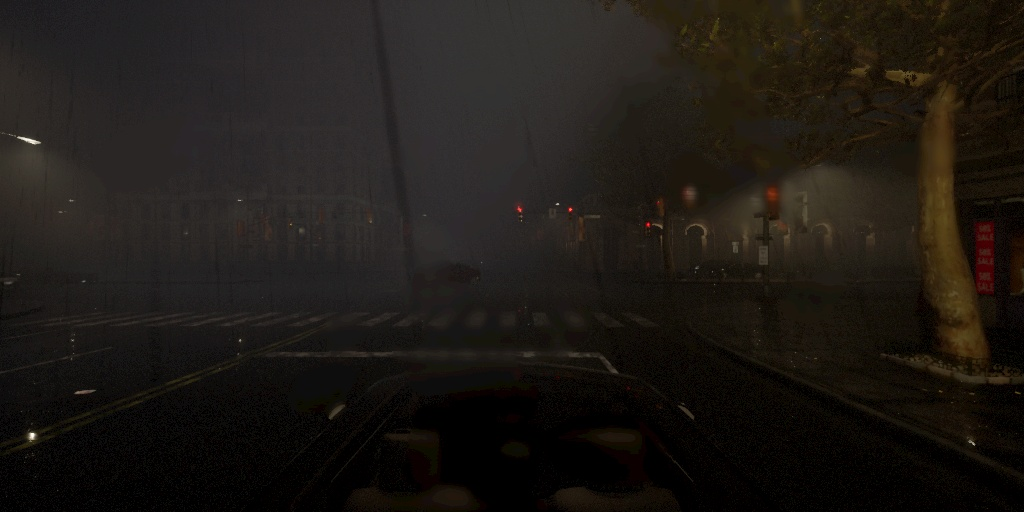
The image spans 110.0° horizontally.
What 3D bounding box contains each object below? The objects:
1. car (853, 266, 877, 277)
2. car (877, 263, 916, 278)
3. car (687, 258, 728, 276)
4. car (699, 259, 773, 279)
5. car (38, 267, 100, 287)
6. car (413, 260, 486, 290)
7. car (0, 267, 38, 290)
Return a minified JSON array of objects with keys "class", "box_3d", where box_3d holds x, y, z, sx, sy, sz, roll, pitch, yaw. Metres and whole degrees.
[{"class":"car","box_3d":[36.042,1.351,34.613,4.718,1.301,1.895,0,0,1]},{"class":"car","box_3d":[35.283,1.351,31.121,4.718,1.301,1.895,0,0,1]},{"class":"car","box_3d":[19.463,1.102,34.771,4.553,1.767,2.097,0,0,0]},{"class":"car","box_3d":[19.441,1.255,31.269,4.892,1.490,1.837,0,0,1]},{"class":"car","box_3d":[-30.273,1.351,23.532,4.718,1.301,1.895,0,0,1]},{"class":"car","box_3d":[-4.050,1.227,22.870,1.882,1.535,5.008,-1,0,32]},{"class":"car","box_3d":[-30.496,1.242,20.035,4.902,1.511,2.128,0,0,1]}]
